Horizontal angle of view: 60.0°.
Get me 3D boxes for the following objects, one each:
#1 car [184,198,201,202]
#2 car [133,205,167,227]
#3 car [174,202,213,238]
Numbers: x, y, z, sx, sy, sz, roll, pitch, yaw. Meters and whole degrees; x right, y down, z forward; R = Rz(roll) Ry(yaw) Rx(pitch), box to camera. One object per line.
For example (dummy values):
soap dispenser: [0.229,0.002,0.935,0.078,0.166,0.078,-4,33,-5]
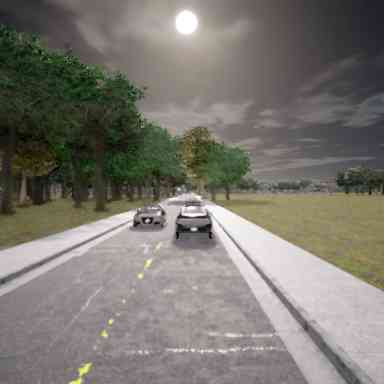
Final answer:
car: [0.089,1.514,41.159,1.837,1.490,4.892,0,0,0]
car: [-2.756,1.606,22.636,1.994,1.385,4.181,0,0,0]
car: [0.096,1.495,17.689,2.128,1.511,4.902,0,0,0]
